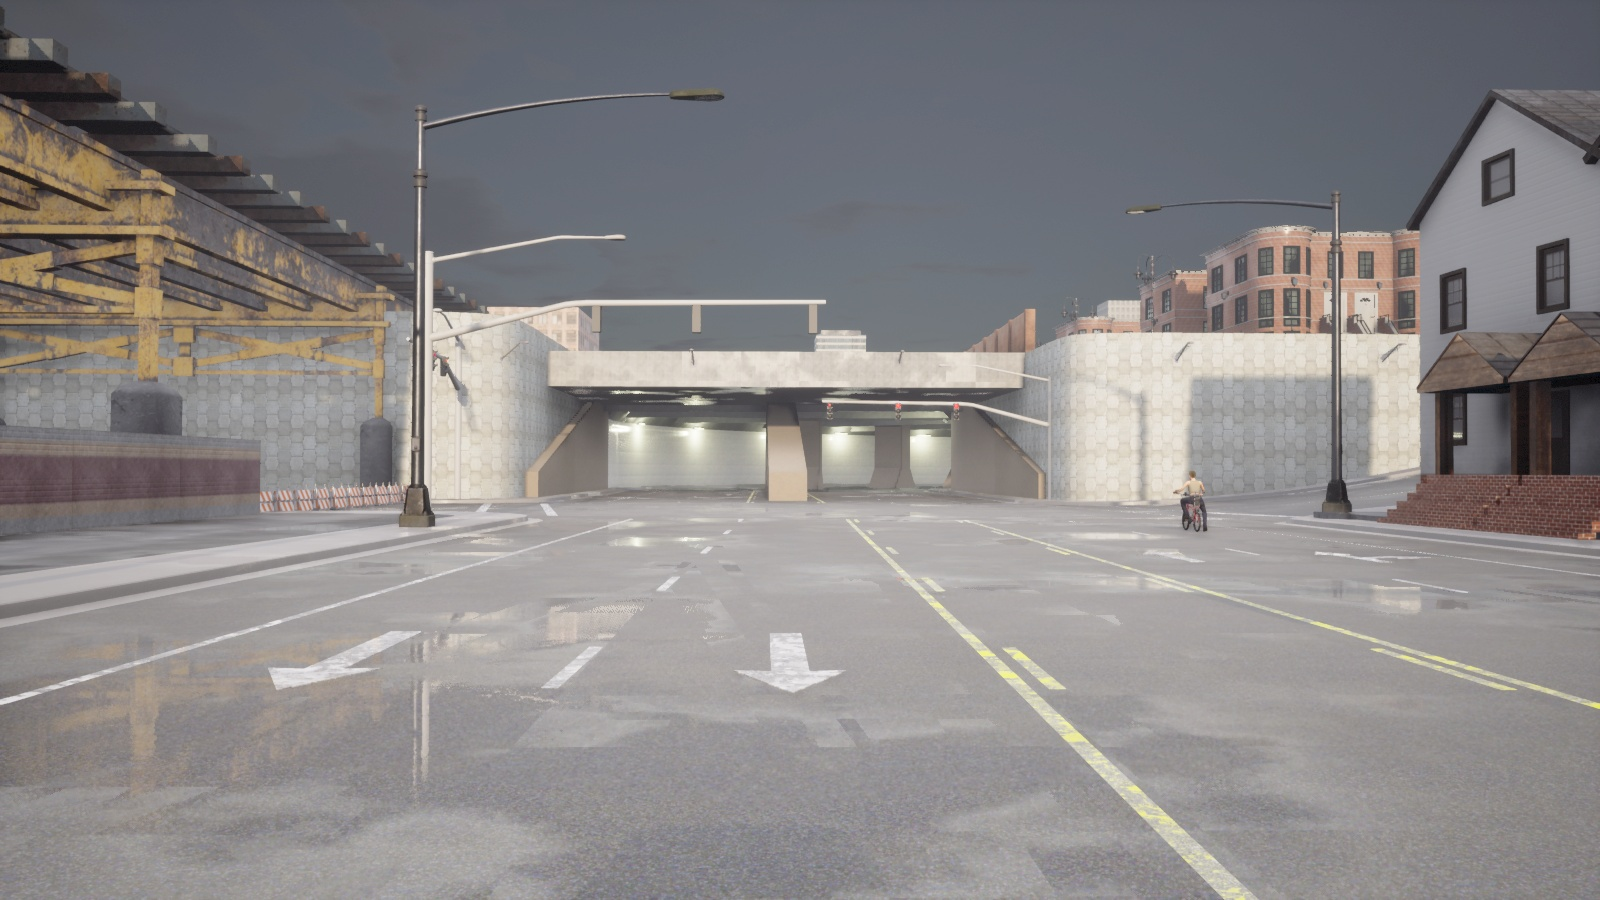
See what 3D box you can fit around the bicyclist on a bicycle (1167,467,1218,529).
[{"bbox_3d":[10.414,1.269,33.382,0.866,1.612,1.509,0,-1,0],"label":"bicyclist on a bicycle"}]
